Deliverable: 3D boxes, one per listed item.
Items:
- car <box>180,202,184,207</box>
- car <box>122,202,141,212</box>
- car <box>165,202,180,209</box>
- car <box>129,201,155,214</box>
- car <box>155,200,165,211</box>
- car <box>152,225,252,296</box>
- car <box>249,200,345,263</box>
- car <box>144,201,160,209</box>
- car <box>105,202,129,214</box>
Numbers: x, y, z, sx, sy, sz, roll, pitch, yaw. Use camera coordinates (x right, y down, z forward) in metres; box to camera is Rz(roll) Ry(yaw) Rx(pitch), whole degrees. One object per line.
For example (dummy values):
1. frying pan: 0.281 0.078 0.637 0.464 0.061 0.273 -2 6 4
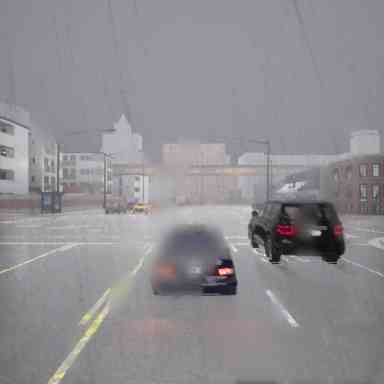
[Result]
1. car: -3.947 2.961 79.794 1.895 1.301 4.718 -1 -1 29
2. car: -9.696 2.360 53.585 1.812 1.442 4.674 0 -1 5
3. car: -4.566 2.755 69.342 1.895 1.301 4.718 0 -1 15
4. car: -6.616 2.132 44.715 1.882 1.535 5.008 0 -1 3
5. car: -6.144 2.191 53.688 2.097 1.767 4.553 0 -1 4
6. car: 0.059 1.589 8.881 2.033 1.411 5.357 0 0 0
7. car: 3.562 1.290 12.295 2.150 2.045 5.566 0 0 0
8. car: -8.274 2.649 68.797 1.837 1.490 4.892 0 -2 11
9. car: -10.132 2.175 44.473 1.812 1.442 4.674 0 -1 3
